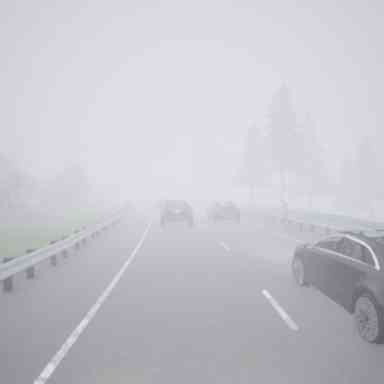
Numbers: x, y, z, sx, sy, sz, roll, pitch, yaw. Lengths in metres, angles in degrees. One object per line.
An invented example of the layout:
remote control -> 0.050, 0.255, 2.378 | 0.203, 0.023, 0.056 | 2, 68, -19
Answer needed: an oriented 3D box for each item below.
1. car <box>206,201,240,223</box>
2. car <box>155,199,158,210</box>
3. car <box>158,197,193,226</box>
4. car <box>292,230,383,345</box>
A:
car -> 2.226, 1.400, 24.572 | 2.128, 1.511, 4.902 | 0, 0, -6
car -> -3.463, 1.351, 40.531 | 2.128, 1.511, 4.902 | 0, 0, -9
car -> -1.125, 1.271, 22.865 | 2.097, 1.767, 4.553 | 0, 0, -5
car -> 3.434, 1.463, 6.329 | 2.128, 1.511, 4.902 | 0, 0, -1
